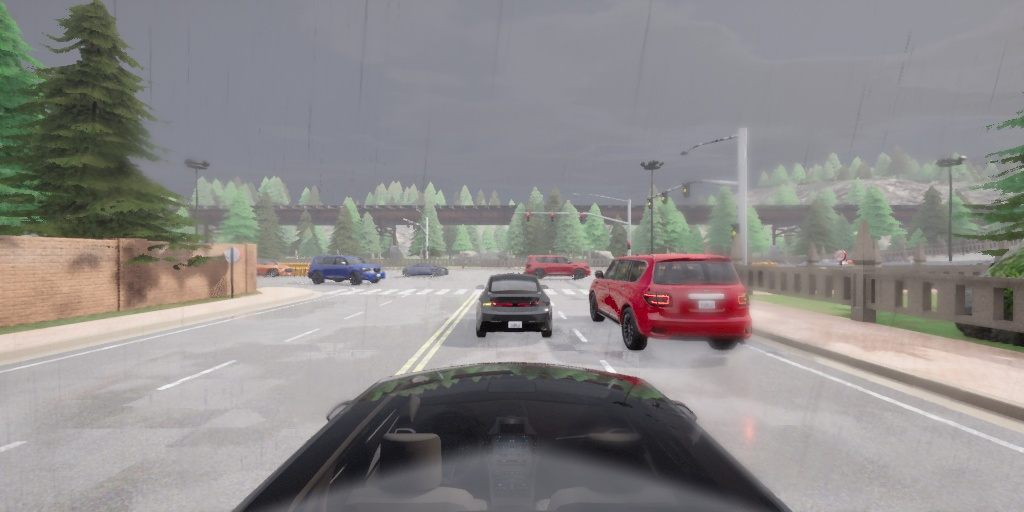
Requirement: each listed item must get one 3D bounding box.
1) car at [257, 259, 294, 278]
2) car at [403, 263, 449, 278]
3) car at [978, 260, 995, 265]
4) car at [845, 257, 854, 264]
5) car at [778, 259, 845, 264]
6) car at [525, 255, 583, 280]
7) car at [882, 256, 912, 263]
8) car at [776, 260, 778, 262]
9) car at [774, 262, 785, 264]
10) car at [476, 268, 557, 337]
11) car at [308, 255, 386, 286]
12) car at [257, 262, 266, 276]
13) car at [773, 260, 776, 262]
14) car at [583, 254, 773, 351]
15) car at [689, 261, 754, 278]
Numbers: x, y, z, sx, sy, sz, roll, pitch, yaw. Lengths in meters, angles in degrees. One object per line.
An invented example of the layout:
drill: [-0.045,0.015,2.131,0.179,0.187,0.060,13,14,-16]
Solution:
car: [-23.194,1.103,33.745,4.553,1.767,2.097,0,0,0]
car: [-8.117,1.314,33.769,4.181,1.385,1.994,0,0,0]
car: [42.164,1.082,30.416,4.892,1.490,1.837,-1,0,0]
car: [39.230,1.183,44.584,4.674,1.442,1.812,-1,0,0]
car: [34.189,1.287,41.059,5.357,1.411,2.033,0,0,0]
car: [3.782,0.971,30.286,5.566,2.045,2.150,0,0,0]
car: [42.821,0.891,41.097,4.553,1.767,2.097,-2,0,0]
car: [34.766,1.240,48.059,4.892,1.490,1.837,0,0,0]
car: [17.357,1.314,26.806,4.181,1.385,1.994,0,0,0]
car: [0.023,1.255,10.260,1.837,1.490,4.892,0,0,-1]
car: [-11.659,0.973,25.280,5.566,2.045,2.150,0,-1,20]
car: [-23.954,1.351,30.244,4.718,1.301,1.895,0,0,0]
car: [29.247,1.242,44.535,4.902,1.511,2.128,0,0,0]
car: [3.519,0.971,9.158,2.150,2.045,5.566,0,0,0]
car: [19.636,1.242,33.809,4.902,1.511,2.128,0,0,0]
